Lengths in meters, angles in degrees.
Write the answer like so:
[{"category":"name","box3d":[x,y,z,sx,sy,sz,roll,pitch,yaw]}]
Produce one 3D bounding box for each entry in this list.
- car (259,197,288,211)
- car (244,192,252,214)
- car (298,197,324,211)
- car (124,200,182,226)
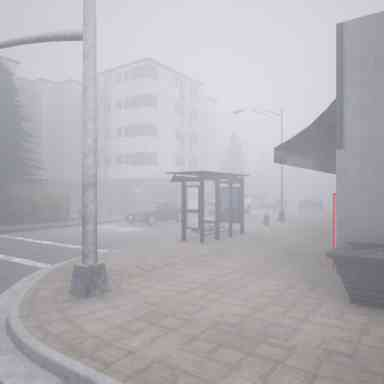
[{"category":"car","box3d":[9.488,1.301,38.587,1.882,1.535,5.008,0,0,36]},{"category":"car","box3d":[3.544,1.045,30.373,2.150,2.045,5.566,0,0,36]},{"category":"car","box3d":[13.718,1.329,38.217,1.837,1.490,4.892,0,0,36]},{"category":"car","box3d":[-2.342,1.328,22.191,1.837,1.490,4.892,0,0,36]}]
